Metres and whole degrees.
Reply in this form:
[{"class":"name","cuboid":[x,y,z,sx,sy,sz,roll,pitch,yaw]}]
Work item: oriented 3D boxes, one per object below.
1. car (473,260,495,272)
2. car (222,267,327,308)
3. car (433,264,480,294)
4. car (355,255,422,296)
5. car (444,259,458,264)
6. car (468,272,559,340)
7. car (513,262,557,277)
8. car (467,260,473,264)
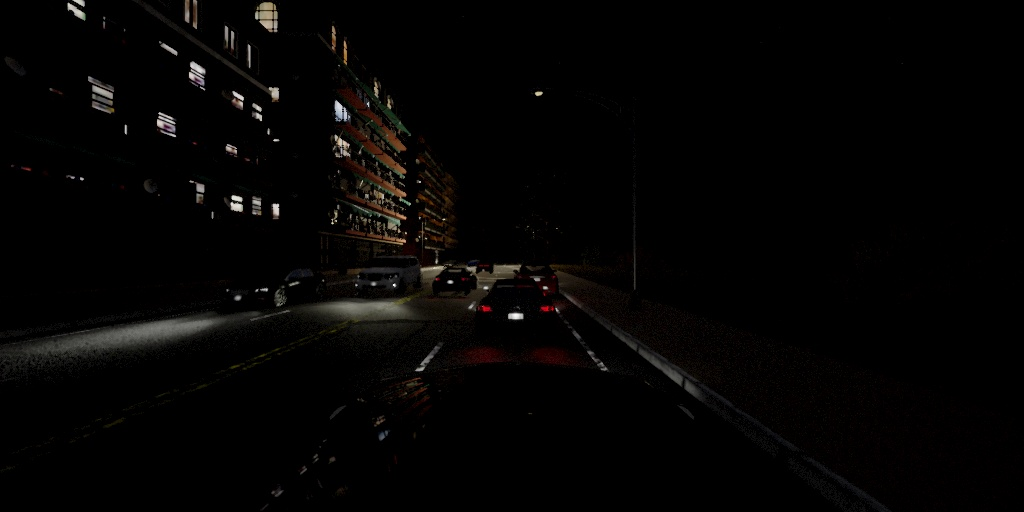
[{"class":"car","cuboid":[-3.117,1.257,41.793,1.837,1.490,4.892,0,0,0]},{"class":"car","cuboid":[-9.840,1.243,15.327,2.128,1.511,4.902,0,0,0]},{"class":"car","cuboid":[-3.136,1.315,20.223,1.994,1.385,4.181,0,0,0]},{"class":"car","cuboid":[-6.586,0.974,19.840,2.150,2.045,5.566,0,0,0]},{"class":"car","cuboid":[-9.788,1.276,57.761,1.812,1.442,4.674,0,0,0]},{"class":"car","cuboid":[0.101,1.315,10.017,1.994,1.385,4.181,0,0,0]},{"class":"car","cuboid":[1.150,1.103,18.596,2.097,1.767,4.553,0,0,0]},{"class":"car","cuboid":[-6.522,1.351,61.330,1.895,1.301,4.718,0,0,0]}]
